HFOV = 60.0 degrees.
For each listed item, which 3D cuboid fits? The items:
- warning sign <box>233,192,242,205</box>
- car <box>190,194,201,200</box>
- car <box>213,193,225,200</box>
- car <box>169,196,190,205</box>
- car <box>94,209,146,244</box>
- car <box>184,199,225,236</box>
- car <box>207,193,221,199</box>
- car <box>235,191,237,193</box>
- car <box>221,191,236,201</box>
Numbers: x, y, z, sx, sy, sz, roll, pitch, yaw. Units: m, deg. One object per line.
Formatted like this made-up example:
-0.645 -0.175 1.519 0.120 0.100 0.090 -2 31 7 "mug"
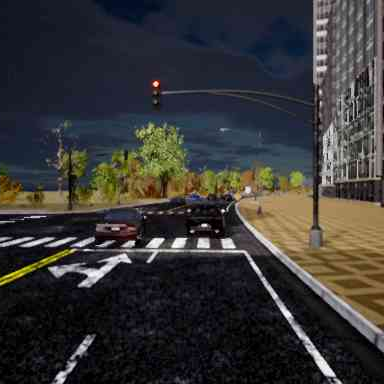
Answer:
6.694 0.907 48.790 1.300 1.860 1.060 0 1 8 "warning sign"
0.592 1.185 68.316 1.882 1.535 5.008 0 0 11 "car"
6.697 1.050 81.068 2.033 1.411 5.357 0 0 14 "car"
-2.194 1.316 52.991 2.033 1.411 5.357 0 0 9 "car"
-3.200 1.478 15.449 2.033 1.411 5.357 0 0 -5 "car"
0.755 1.397 18.098 1.882 1.535 5.008 0 1 4 "car"
4.444 1.170 70.964 1.882 1.535 5.008 0 0 12 "car"
9.967 0.757 80.760 2.150 2.045 5.566 0 0 14 "car"
7.723 1.176 70.761 1.882 1.535 5.008 0 0 12 "car"
